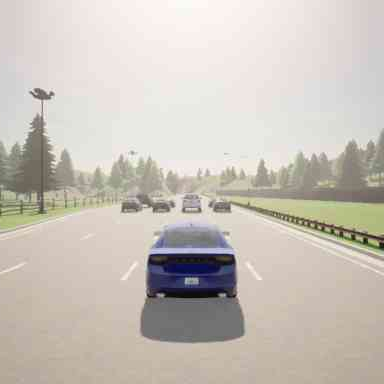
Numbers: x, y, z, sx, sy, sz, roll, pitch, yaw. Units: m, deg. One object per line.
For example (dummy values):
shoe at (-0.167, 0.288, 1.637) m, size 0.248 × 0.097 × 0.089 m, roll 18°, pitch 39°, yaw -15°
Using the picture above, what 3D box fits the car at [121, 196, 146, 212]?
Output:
car at (-7.042, 1.505, 39.157) m, size 1.837 × 1.490 × 4.892 m, roll 0°, pitch 0°, yaw 0°

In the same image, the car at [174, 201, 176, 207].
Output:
car at (-3.553, 1.564, 49.580) m, size 1.994 × 1.385 × 4.181 m, roll 0°, pitch 0°, yaw 0°

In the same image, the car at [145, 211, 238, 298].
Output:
car at (-0.009, 1.478, 8.556) m, size 1.882 × 1.535 × 5.008 m, roll 0°, pitch 0°, yaw 0°

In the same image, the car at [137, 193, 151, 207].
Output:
car at (-7.053, 1.221, 49.607) m, size 2.150 × 2.045 × 5.566 m, roll 0°, pitch 0°, yaw 0°

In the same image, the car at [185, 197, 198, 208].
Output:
car at (-0.053, 1.478, 49.584) m, size 1.882 × 1.535 × 5.008 m, roll 0°, pitch 0°, yaw 0°

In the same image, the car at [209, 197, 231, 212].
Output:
car at (3.458, 1.491, 39.168) m, size 2.128 × 1.511 × 4.902 m, roll 0°, pitch 0°, yaw 0°

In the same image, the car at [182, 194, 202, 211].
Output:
car at (-0.042, 1.221, 39.195) m, size 2.150 × 2.045 × 5.566 m, roll 0°, pitch 0°, yaw 0°

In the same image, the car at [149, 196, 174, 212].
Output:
car at (-3.542, 1.505, 39.161) m, size 1.837 × 1.490 × 4.892 m, roll 0°, pitch 0°, yaw 0°
